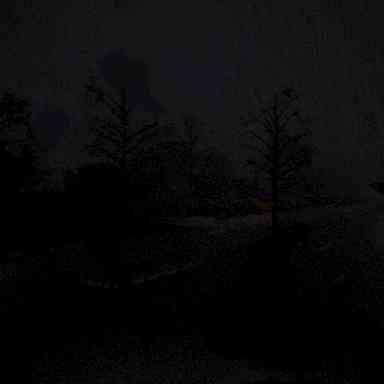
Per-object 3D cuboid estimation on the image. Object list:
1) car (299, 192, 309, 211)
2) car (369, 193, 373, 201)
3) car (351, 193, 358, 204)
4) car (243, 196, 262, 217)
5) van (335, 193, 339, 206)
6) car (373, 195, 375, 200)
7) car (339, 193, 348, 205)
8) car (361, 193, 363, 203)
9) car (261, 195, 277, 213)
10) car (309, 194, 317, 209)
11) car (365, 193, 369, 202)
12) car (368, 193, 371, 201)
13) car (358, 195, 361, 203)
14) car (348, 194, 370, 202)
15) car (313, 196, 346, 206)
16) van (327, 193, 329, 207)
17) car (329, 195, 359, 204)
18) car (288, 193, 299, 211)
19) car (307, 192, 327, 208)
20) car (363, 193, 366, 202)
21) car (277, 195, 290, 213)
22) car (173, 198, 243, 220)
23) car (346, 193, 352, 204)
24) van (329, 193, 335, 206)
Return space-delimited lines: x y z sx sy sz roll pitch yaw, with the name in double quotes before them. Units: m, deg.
"car" 10.666 1.168 38.286 4.553 1.767 2.185 1 0 16
"car" 39.616 1.557 79.666 5.008 1.535 2.097 1 0 13
"car" 26.167 1.186 60.110 5.566 2.045 2.435 1 0 15
"car" 2.986 1.223 27.599 4.892 1.521 2.231 1 0 16
"van" 19.398 1.149 50.386 4.442 1.987 1.878 1 0 16
"car" 42.643 1.578 84.683 5.366 1.575 1.946 1 0 13
"car" 21.191 1.389 52.789 5.366 1.575 1.946 1 0 16
"car" 31.348 1.360 67.384 4.553 1.767 2.185 1 0 15
"car" 4.776 1.234 30.406 5.366 1.575 1.946 1 0 16
"car" 12.364 1.349 40.725 4.674 1.452 2.002 1 0 16
"car" 36.301 1.559 74.738 4.792 1.488 2.163 1 0 14
"car" 38.012 1.574 77.196 4.792 1.488 2.163 1 0 14
"car" 28.089 1.454 62.488 5.366 1.575 1.946 1 0 15
"car" 41.197 1.445 82.164 4.553 1.767 2.185 1 0 13
"car" 22.708 1.435 55.264 4.792 1.488 2.163 1 0 16
"van" 15.941 1.117 45.536 4.442 1.987 1.878 1 0 16
"car" 29.622 1.471 64.957 4.892 1.521 2.231 1 0 15
"car" 8.877 1.151 35.889 4.553 1.767 2.185 1 0 16
"car" 14.070 1.074 43.148 5.566 2.045 2.435 1 0 16
"car" 33.010 1.501 69.828 5.008 1.535 2.097 1 0 15
"car" 6.958 1.288 33.118 4.792 1.488 2.163 1 0 16
"car" 1.001 1.203 24.846 4.892 1.521 2.231 1 0 16
"car" 24.494 1.452 57.679 4.792 1.488 2.163 1 0 15
"van" 17.669 1.133 47.961 4.442 1.987 1.878 1 0 16
